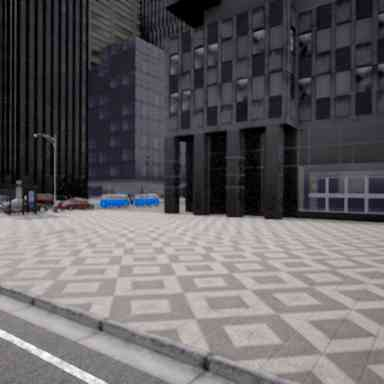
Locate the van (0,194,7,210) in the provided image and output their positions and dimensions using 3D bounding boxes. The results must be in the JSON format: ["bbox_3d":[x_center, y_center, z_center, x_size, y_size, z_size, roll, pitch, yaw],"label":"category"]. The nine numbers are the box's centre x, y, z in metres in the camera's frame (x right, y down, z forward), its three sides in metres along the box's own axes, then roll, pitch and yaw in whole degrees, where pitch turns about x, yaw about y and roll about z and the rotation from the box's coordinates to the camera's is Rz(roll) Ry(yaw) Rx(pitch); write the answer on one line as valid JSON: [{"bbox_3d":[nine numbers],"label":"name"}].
[{"bbox_3d":[-23.007,1.138,36.927,1.690,1.788,3.998,1,0,35],"label":"van"}]

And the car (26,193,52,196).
[{"bbox_3d":[-19.713,1.108,41.551,2.192,1.841,5.009,1,0,35],"label":"car"}]

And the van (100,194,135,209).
[{"bbox_3d":[-9.475,1.193,41.232,1.690,1.788,3.998,1,0,35],"label":"van"}]

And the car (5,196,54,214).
[{"bbox_3d":[-16.064,1.410,31.984,2.008,1.369,4.403,1,0,35],"label":"car"}]

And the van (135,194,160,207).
[{"bbox_3d":[-6.181,1.191,45.856,1.690,1.788,3.998,1,0,35],"label":"van"}]

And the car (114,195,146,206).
[{"bbox_3d":[-9.490,1.284,51.290,1.882,1.535,5.008,1,0,36],"label":"car"}]

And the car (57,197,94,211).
[{"bbox_3d":[-12.770,1.437,36.608,1.802,1.307,4.206,1,0,35],"label":"car"}]

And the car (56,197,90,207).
[{"bbox_3d":[-16.421,1.372,46.177,1.802,1.307,4.206,1,0,35],"label":"car"}]
